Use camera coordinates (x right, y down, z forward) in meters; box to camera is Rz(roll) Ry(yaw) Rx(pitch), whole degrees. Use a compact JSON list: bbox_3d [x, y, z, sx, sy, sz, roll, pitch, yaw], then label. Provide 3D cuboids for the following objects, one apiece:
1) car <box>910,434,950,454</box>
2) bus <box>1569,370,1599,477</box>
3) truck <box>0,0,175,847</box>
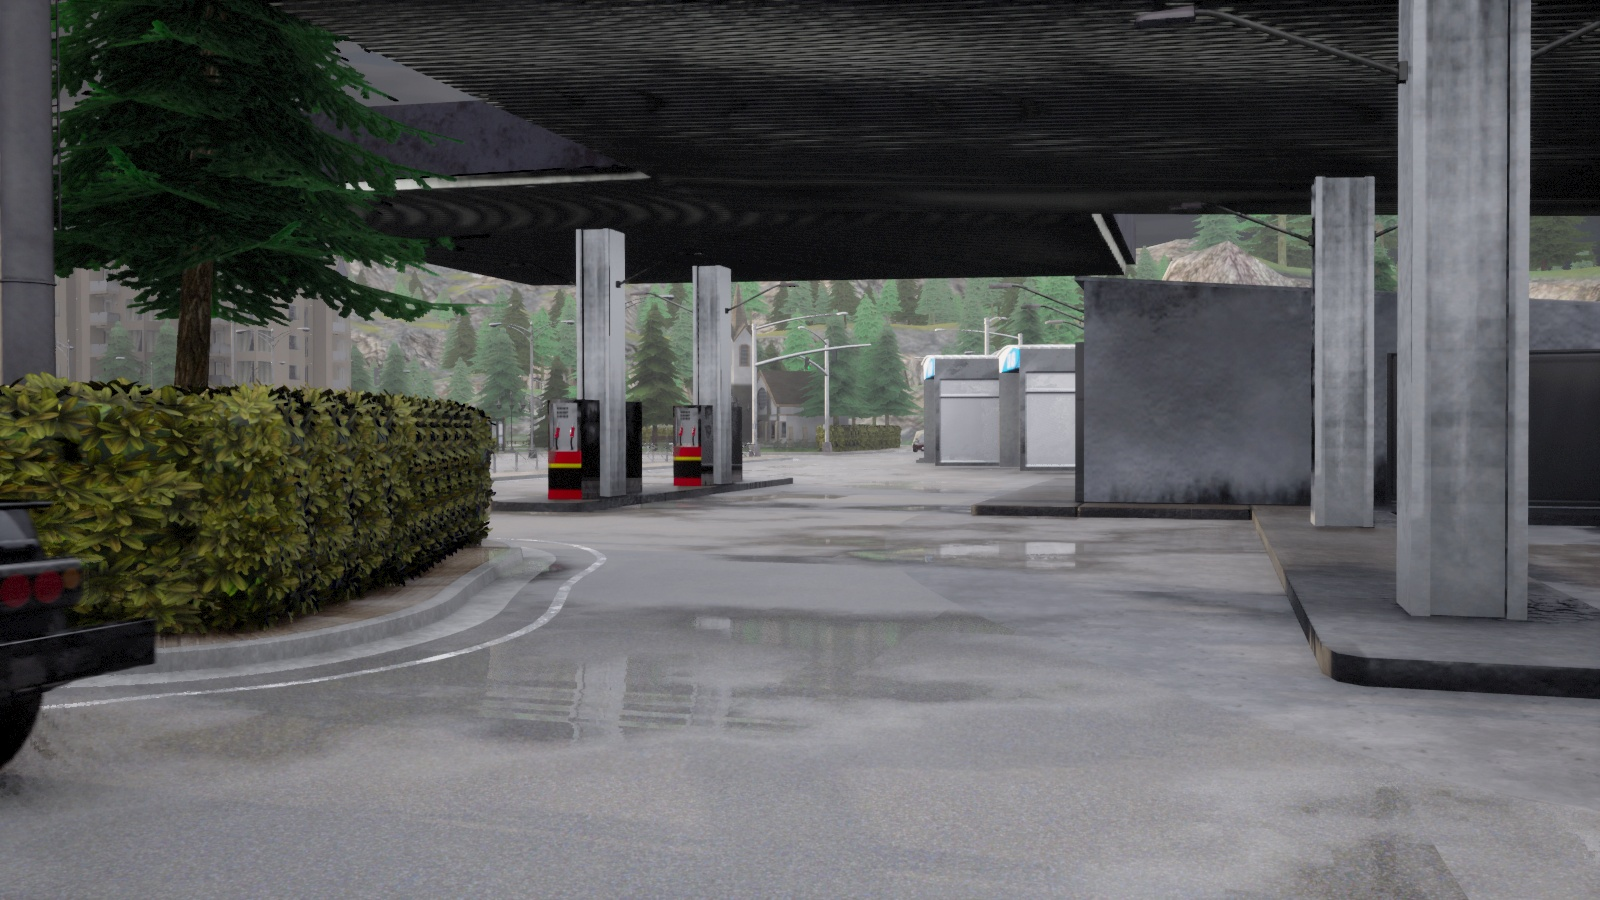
[{"bbox_3d":[10.122,-0.504,97.455,2.163,1.488,4.792,0,1,17],"label":"car"},{"bbox_3d":[33.416,-1.009,48.495,3.944,4.253,10.273,1,1,18],"label":"bus"},{"bbox_3d":[-7.043,-0.251,5.514,7.936,3.462,2.891,1,1,18],"label":"truck"}]
